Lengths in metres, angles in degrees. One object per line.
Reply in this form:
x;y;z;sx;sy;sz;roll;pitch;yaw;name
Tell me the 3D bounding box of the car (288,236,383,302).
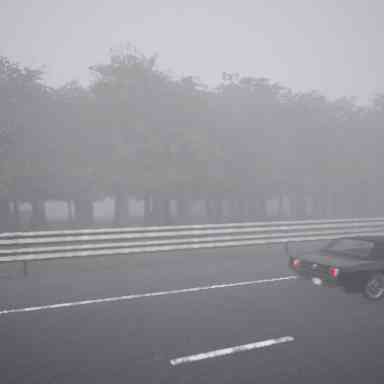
4.990;1.810;8.674;4.718;1.301;1.895;0;-2;-22;car
